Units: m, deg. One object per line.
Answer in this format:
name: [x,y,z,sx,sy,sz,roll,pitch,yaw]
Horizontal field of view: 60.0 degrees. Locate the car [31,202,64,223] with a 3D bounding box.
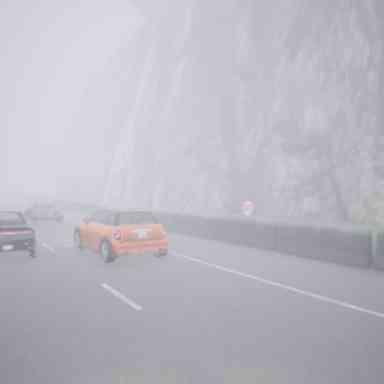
car: [-10.380,1.398,23.222,2.033,1.411,5.357,0,1,-34]

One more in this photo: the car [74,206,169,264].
car: [-2.721,1.324,12.095,2.097,1.767,4.553,0,1,-34]

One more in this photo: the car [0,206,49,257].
car: [-6.883,1.442,11.999,2.128,1.511,4.902,0,0,-34]
